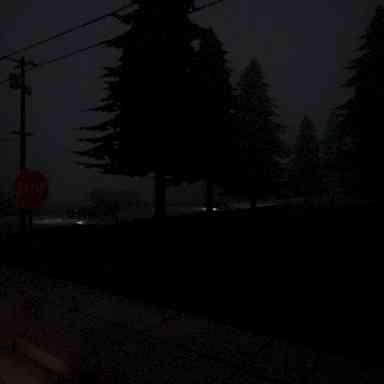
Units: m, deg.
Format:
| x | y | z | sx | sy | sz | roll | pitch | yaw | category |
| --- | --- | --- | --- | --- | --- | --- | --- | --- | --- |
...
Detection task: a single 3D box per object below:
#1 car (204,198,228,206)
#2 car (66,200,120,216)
| x | y | z | sx | sy | sz | roll | pitch | yaw | category |
| --- | --- | --- | --- | --- | --- | --- | --- | --- | --- |
| 3.447 | 1.546 | 47.072 | 1.994 | 1.385 | 4.181 | 0 | 0 | 34 | car |
| -8.543 | 1.462 | 28.913 | 1.882 | 1.535 | 5.008 | 0 | 0 | 33 | car |
